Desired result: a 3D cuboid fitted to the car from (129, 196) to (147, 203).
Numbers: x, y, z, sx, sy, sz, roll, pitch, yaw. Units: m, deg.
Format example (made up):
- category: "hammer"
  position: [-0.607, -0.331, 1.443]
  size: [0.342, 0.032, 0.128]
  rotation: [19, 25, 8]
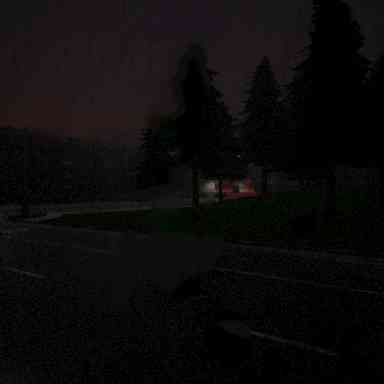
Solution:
- category: "car"
  position: [-12.128, 1.640, 74.779]
  size: [1.812, 1.442, 4.674]
  rotation: [0, 0, 35]
